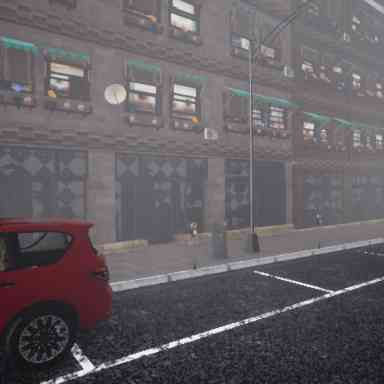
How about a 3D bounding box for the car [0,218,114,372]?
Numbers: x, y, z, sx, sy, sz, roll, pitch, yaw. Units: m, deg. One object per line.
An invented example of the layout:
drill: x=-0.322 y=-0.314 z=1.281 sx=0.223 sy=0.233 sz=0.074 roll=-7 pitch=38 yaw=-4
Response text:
car: x=-3.477 y=1.315 z=4.108 sx=5.009 sy=1.841 sz=2.192 roll=0 pitch=-1 yaw=-35
